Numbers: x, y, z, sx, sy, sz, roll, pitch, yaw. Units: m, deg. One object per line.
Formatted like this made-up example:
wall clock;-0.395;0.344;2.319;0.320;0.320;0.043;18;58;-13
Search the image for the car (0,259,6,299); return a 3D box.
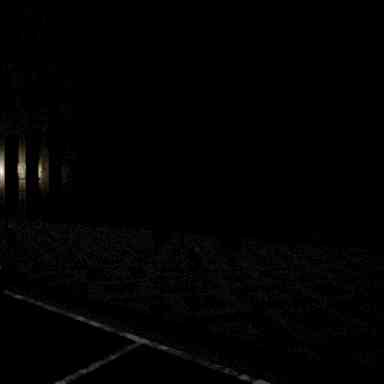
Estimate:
car;-5.606;1.539;6.845;4.507;1.381;1.887;0;0;35
